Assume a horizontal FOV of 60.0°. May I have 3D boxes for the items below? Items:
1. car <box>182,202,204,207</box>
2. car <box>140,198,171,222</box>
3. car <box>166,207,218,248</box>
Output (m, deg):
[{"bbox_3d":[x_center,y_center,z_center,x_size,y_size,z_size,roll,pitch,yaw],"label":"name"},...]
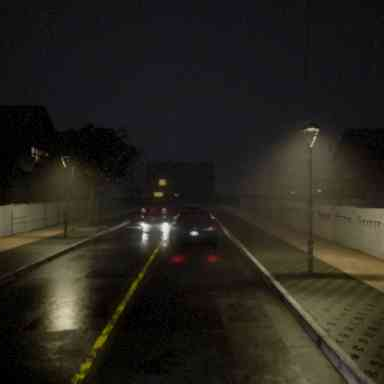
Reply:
[{"bbox_3d":[0.089,1.574,28.576,1.812,1.442,4.674,0,-1,0],"label":"car"},{"bbox_3d":[-2.843,1.394,26.828,2.097,1.767,4.553,0,0,0],"label":"car"},{"bbox_3d":[0.090,1.579,14.872,1.994,1.385,4.181,0,0,0],"label":"car"}]
